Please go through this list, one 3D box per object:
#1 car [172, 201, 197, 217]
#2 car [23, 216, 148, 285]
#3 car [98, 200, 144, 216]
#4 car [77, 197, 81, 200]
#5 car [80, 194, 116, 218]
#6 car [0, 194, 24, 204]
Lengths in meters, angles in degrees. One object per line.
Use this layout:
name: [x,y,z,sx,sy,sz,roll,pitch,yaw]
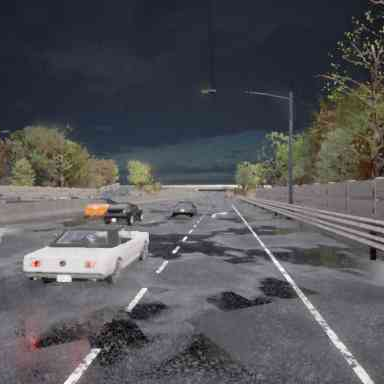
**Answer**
car: [-0.632,1.566,31.003,1.994,1.385,4.181,0,0,5]
car: [-2.586,1.600,9.482,1.895,1.301,4.718,0,0,5]
car: [-4.798,1.507,23.827,1.837,1.490,4.892,0,1,5]
car: [-19.303,1.552,59.438,1.812,1.442,4.674,0,0,6]
car: [-7.784,1.352,29.670,2.097,1.767,4.553,0,0,5]
car: [-24.267,1.358,43.842,2.097,1.767,4.553,0,0,6]
